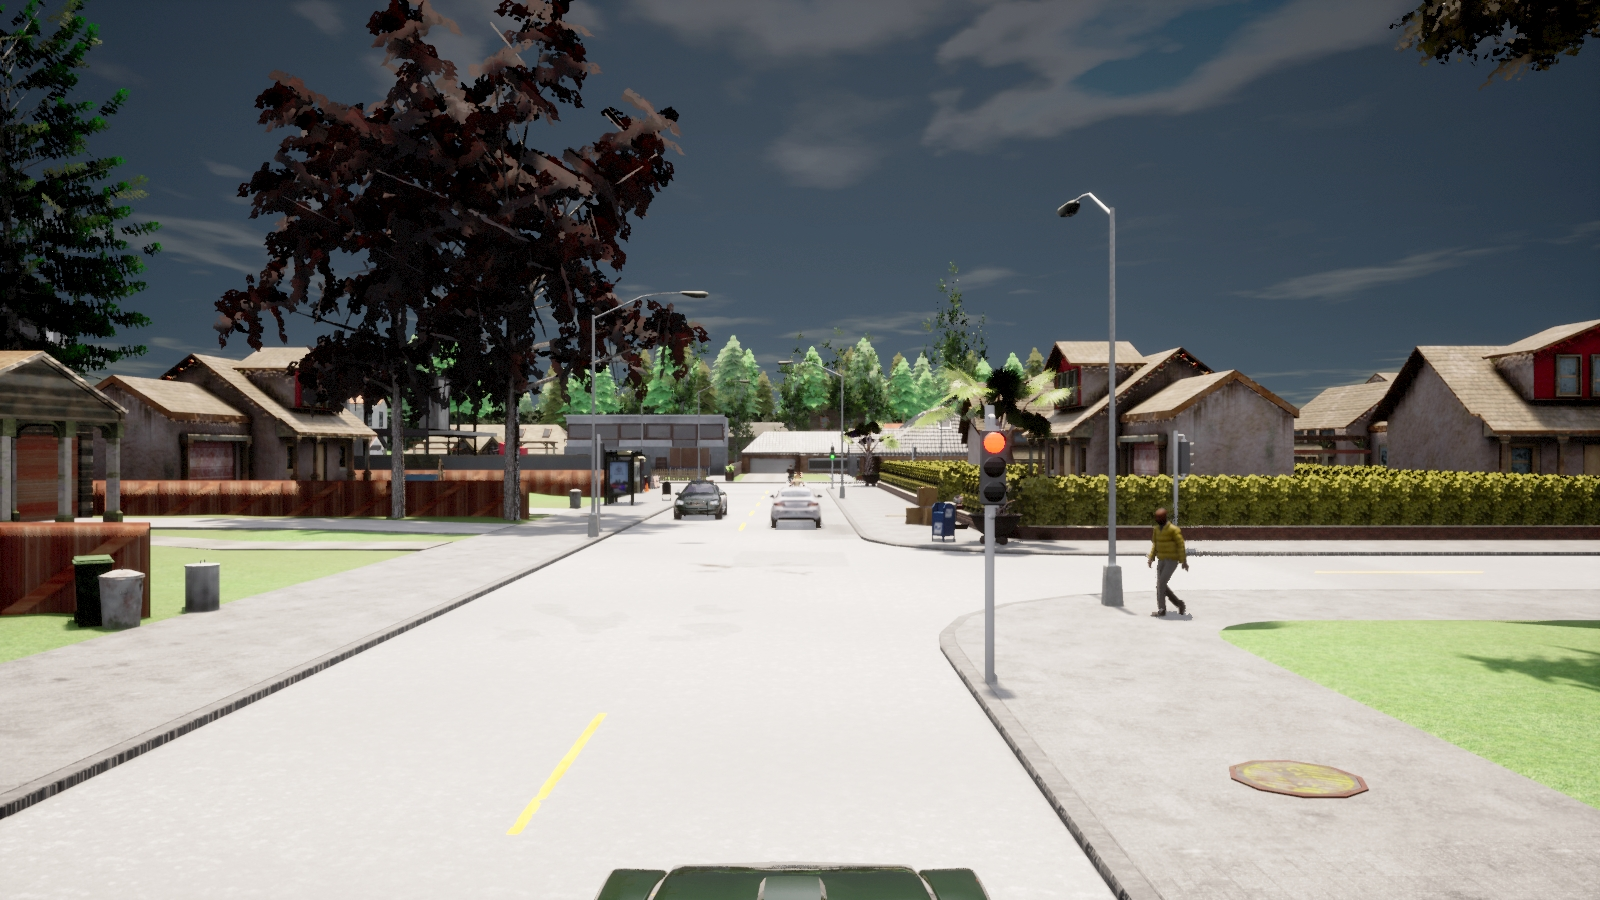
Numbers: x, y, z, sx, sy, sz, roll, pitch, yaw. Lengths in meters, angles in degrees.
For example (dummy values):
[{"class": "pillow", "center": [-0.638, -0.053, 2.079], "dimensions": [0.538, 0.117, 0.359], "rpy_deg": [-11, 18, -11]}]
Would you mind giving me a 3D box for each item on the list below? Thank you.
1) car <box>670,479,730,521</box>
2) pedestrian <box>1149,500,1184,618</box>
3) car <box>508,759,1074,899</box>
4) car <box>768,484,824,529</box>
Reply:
[{"class": "car", "center": [-4.107, 2.038, 47.608], "dimensions": [2.038, 1.542, 4.974], "rpy_deg": [0, 0, 0]}, {"class": "pedestrian", "center": [5.898, 1.743, 18.398], "dimensions": [0.375, 1.860, 0.375], "rpy_deg": [0, 0, -21]}, {"class": "car", "center": [-0.028, 2.155, 3.193], "dimensions": [1.895, 1.301, 4.718], "rpy_deg": [0, 0, 0]}, {"class": "car", "center": [-0.144, 2.081, 42.857], "dimensions": [2.002, 1.442, 4.674], "rpy_deg": [0, 0, 0]}]
